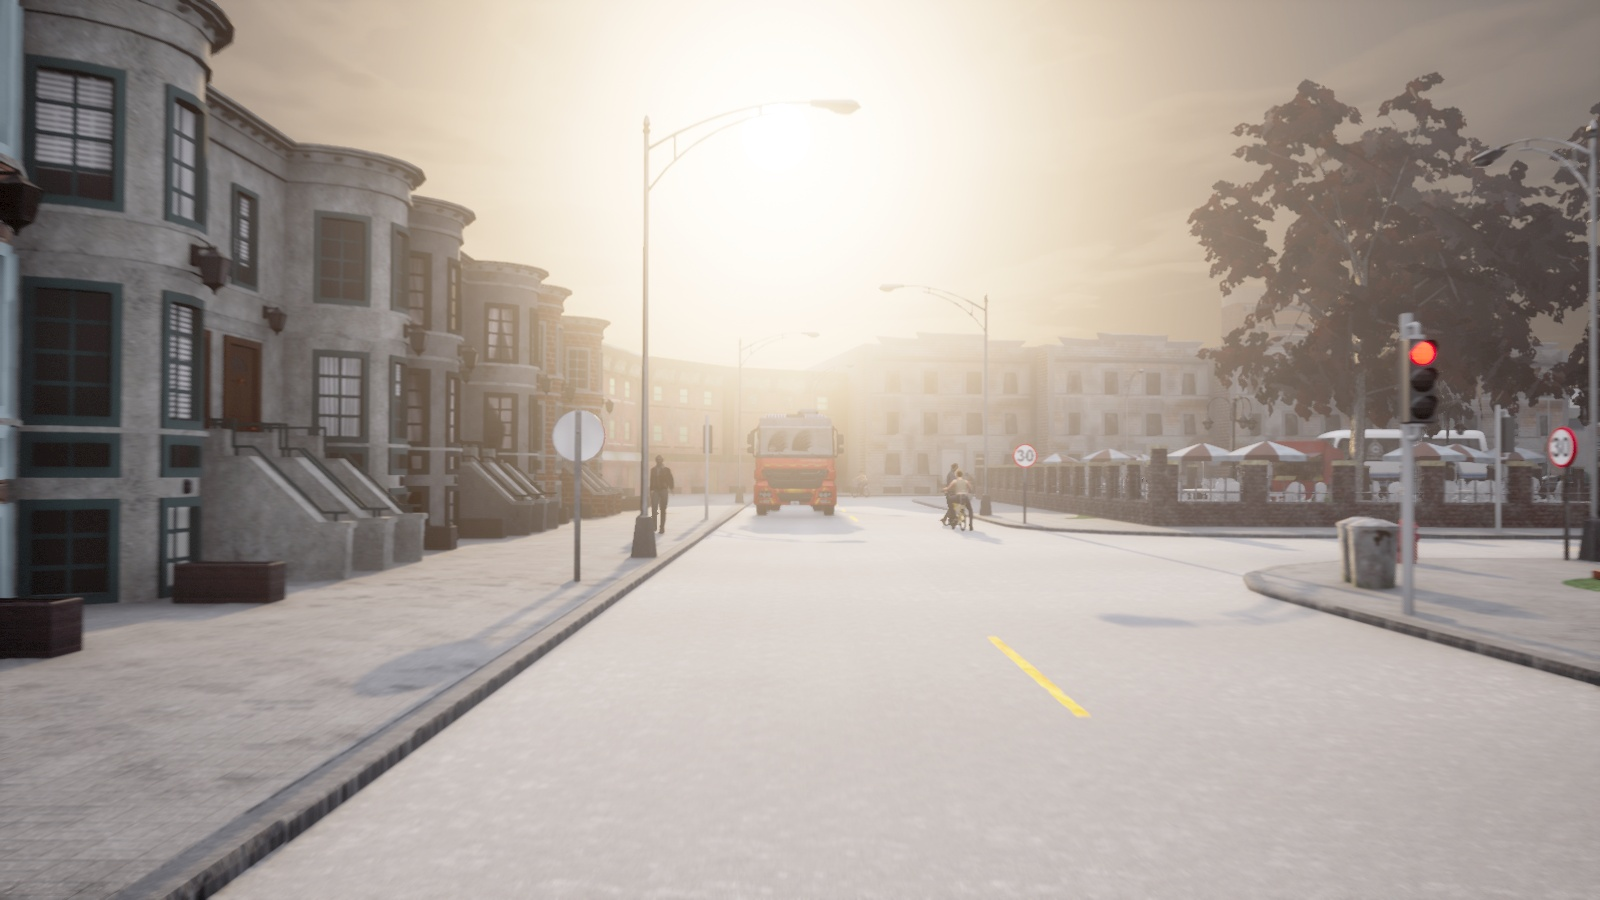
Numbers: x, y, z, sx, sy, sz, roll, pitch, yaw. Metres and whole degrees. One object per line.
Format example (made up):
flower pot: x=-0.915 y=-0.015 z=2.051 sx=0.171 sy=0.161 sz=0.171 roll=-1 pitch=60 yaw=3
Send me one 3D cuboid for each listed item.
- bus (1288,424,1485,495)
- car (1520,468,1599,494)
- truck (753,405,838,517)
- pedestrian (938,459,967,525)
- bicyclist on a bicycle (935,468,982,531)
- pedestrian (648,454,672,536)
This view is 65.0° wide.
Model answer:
bus: x=35.982 y=0.594 z=77.378 sx=10.273 sy=4.253 sz=3.944 roll=0 pitch=-1 yaw=0
car: x=44.934 y=1.814 z=73.396 sx=4.514 sy=1.525 sz=2.007 roll=0 pitch=-1 yaw=0
truck: x=-0.141 y=0.447 z=47.410 sx=2.891 sy=3.827 sz=8.468 roll=0 pitch=-1 yaw=0
pedestrian: x=4.335 y=1.196 z=35.717 sx=0.694 sy=1.848 sz=0.540 roll=0 pitch=-1 yaw=-4
bicyclist on a bicycle: x=4.195 y=1.295 z=33.389 sx=0.866 sy=1.612 sz=1.509 roll=0 pitch=-1 yaw=-8
pedestrian: x=-3.226 y=1.023 z=28.932 sx=0.376 sy=1.854 sz=0.720 roll=0 pitch=-1 yaw=10
